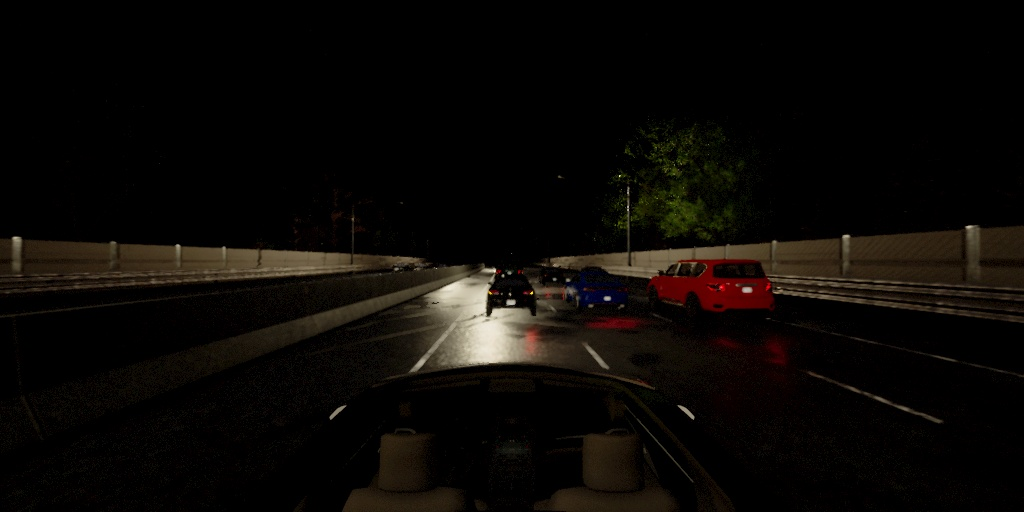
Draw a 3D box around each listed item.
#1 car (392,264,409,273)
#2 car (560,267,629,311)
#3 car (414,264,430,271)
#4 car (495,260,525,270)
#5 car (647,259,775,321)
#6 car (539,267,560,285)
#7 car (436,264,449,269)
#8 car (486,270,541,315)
[{"bbox_3d":[-18.555,2.037,59.840,2.128,1.511,4.902,0,-1,-1],"label":"car"},{"bbox_3d":[3.483,1.417,15.557,1.882,1.535,5.008,0,0,0],"label":"car"},{"bbox_3d":[-15.054,2.037,60.057,2.128,1.511,4.902,0,-1,-1],"label":"car"},{"bbox_3d":[-0.191,1.338,28.300,2.150,2.045,5.566,0,-1,0],"label":"car"},{"bbox_3d":[6.983,1.132,13.321,2.150,2.045,5.566,0,-1,0],"label":"car"},{"bbox_3d":[3.294,1.665,30.124,1.812,1.442,4.674,0,-1,0],"label":"car"},{"bbox_3d":[-11.559,2.113,60.260,1.994,1.385,4.181,0,-1,-1],"label":"car"},{"bbox_3d":[-0.017,1.450,14.327,1.812,1.442,4.674,0,-1,0],"label":"car"}]
